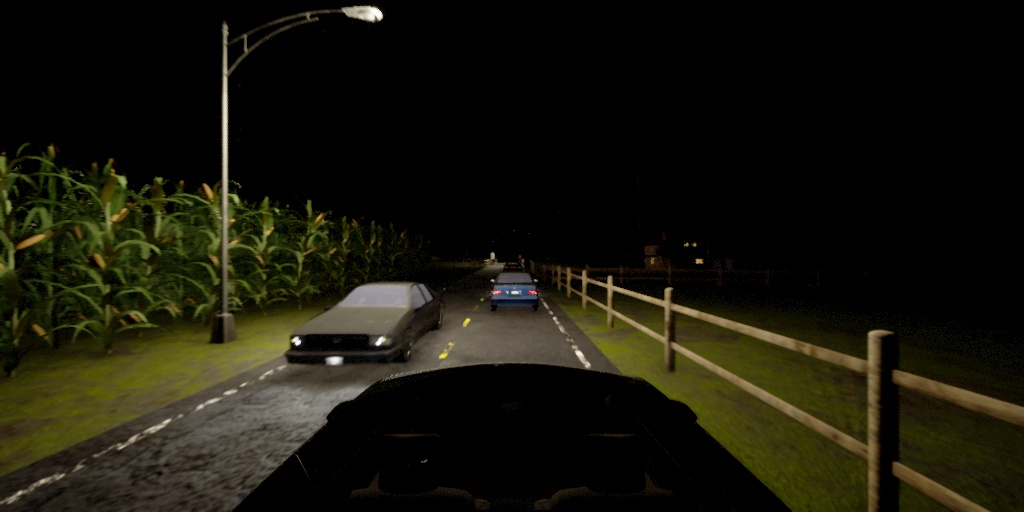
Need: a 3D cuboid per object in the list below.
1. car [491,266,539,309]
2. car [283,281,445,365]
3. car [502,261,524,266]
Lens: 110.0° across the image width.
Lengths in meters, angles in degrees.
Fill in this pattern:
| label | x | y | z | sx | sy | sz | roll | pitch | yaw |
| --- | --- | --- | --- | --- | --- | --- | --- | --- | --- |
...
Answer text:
| label | x | y | z | sx | sy | sz | roll | pitch | yaw |
| --- | --- | --- | --- | --- | --- | --- | --- | --- | --- |
| car | 0.094 | 1.304 | 14.830 | 2.033 | 1.411 | 5.357 | 0 | 0 | 0 |
| car | -2.850 | 1.301 | 8.419 | 2.033 | 1.411 | 5.357 | 0 | 0 | 0 |
| car | 0.100 | 1.269 | 35.529 | 2.128 | 1.511 | 4.902 | 0 | 0 | 0 |
